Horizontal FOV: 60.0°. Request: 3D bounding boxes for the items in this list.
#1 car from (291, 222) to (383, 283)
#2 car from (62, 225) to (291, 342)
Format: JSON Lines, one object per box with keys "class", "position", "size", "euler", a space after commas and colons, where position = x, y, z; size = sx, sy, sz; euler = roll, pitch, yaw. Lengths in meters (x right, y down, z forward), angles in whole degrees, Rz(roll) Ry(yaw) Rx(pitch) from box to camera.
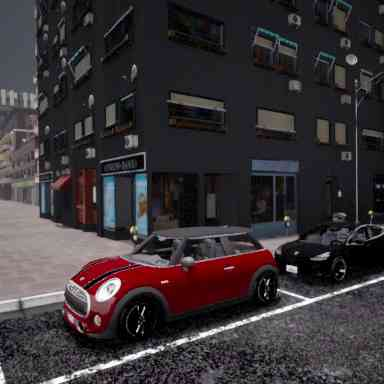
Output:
{"class": "car", "position": [4.278, 1.564, 9.632], "size": [4.313, 1.339, 1.947], "euler": [0, -1, -36]}
{"class": "car", "position": [-0.280, 1.439, 6.377], "size": [4.097, 1.590, 1.967], "euler": [0, -1, -36]}
